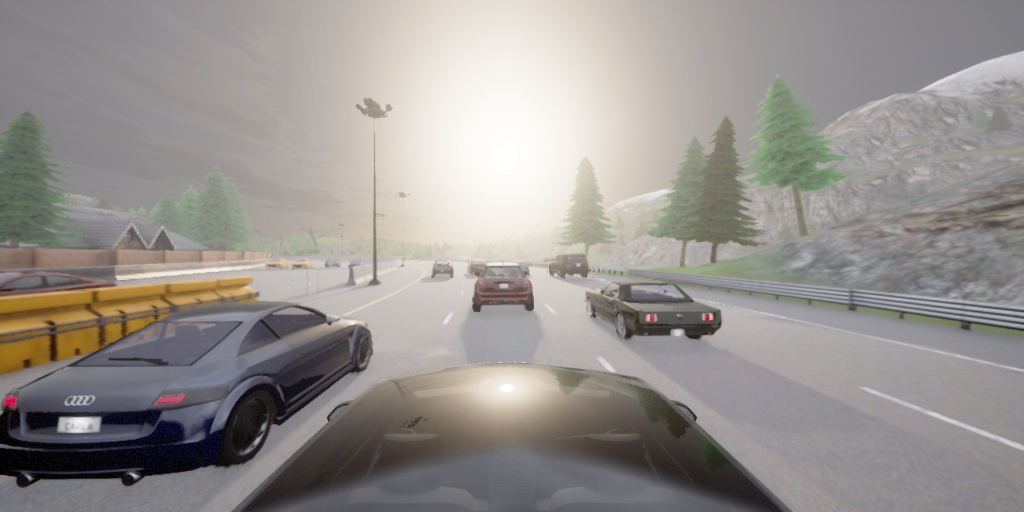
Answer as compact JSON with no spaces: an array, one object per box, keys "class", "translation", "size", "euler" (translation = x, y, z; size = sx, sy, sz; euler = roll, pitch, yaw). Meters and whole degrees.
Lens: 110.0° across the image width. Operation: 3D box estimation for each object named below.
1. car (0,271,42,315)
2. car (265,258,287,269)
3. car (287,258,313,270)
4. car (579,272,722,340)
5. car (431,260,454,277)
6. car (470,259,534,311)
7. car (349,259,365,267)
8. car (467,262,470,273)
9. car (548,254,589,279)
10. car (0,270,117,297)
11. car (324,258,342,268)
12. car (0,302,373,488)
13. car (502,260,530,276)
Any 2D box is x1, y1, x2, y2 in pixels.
[{"class":"car","translation":[-17.925,1.262,10.698],"size":[1.812,1.442,4.674],"euler":[0,0,-3]},{"class":"car","translation":[-32.940,1.033,50.382],"size":[1.882,1.535,5.008],"euler":[0,0,-19]},{"class":"car","translation":[-28.977,1.030,49.602],"size":[1.882,1.535,5.008],"euler":[0,0,-18]},{"class":"car","translation":[3.377,1.303,9.716],"size":[1.895,1.301,4.718],"euler":[0,0,-2]},{"class":"car","translation":[-6.377,1.090,33.013],"size":[2.128,1.511,4.902],"euler":[0,0,-11]},{"class":"car","translation":[-0.418,1.036,14.271],"size":[2.097,1.767,4.553],"euler":[0,0,-4]},{"class":"car","translation":[-22.450,1.074,52.216],"size":[2.033,1.411,5.357],"euler":[0,0,-18]},{"class":"car","translation":[-3.471,1.052,36.419],"size":[1.882,1.535,5.008],"euler":[0,0,-11]},{"class":"car","translation":[4.733,0.812,30.672],"size":[2.150,2.045,5.566],"euler":[0,0,-9]},{"class":"car","translation":[-14.392,1.210,10.181],"size":[1.882,1.535,5.008],"euler":[0,0,-3]},{"class":"car","translation":[-26.521,1.020,53.218],"size":[2.128,1.511,4.902],"euler":[0,0,-19]},{"class":"car","translation":[-3.494,1.304,4.872],"size":[1.994,1.385,4.181],"euler":[0,0,-1]},{"class":"car","translation":[0.335,1.138,35.193],"size":[1.994,1.385,4.181],"euler":[0,0,-11]}]
